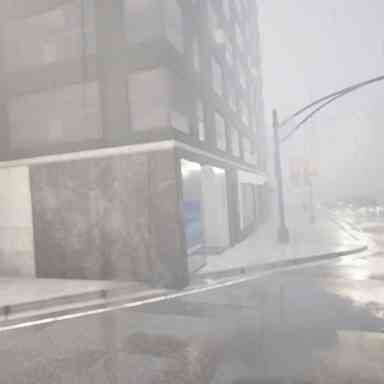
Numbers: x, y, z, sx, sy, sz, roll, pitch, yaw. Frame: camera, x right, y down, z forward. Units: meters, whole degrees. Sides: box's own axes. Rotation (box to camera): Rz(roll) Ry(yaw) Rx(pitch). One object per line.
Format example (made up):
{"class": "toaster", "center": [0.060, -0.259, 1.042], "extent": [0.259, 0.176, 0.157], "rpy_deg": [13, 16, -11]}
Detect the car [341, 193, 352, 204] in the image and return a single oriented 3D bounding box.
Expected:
{"class": "car", "center": [24.302, 1.067, 50.356], "extent": [1.994, 1.385, 4.181], "rpy_deg": [-4, -1, 17]}

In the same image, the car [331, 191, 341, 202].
{"class": "car", "center": [27.955, 1.015, 62.321], "extent": [2.128, 1.511, 4.902], "rpy_deg": [-4, -1, 17]}

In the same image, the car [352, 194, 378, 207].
{"class": "car", "center": [21.451, 1.003, 40.923], "extent": [1.837, 1.490, 4.892], "rpy_deg": [-4, -1, 17]}
